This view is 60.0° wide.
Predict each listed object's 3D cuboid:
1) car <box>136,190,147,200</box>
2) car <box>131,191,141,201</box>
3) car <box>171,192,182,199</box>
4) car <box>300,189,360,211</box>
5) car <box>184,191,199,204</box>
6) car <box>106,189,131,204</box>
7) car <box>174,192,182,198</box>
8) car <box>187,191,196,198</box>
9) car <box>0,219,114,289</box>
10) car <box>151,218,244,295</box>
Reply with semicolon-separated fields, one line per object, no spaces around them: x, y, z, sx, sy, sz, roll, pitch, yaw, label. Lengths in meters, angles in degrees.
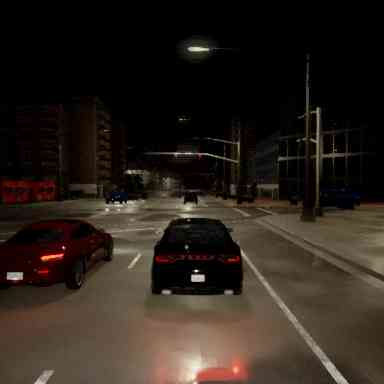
-10.580;0.526;68.611;2.150;2.045;5.566;0;0;0;car
-10.616;0.940;57.333;1.895;1.301;4.718;0;0;0;car
-3.588;0.803;75.681;1.812;1.442;4.674;0;0;0;car
13.679;0.744;33.019;5.566;2.045;2.150;0;1;1;car
-0.089;0.873;47.934;1.882;1.535;5.008;0;0;1;car
-10.625;0.617;47.258;2.150;2.045;5.566;0;0;0;car
-3.600;0.680;85.683;1.837;1.490;4.892;0;0;0;car
-0.097;0.613;82.738;2.097;1.767;4.553;0;0;0;car
-3.412;1.433;8.744;1.812;1.442;4.674;0;1;0;car
0.097;1.390;8.545;1.882;1.535;5.008;0;1;0;car
